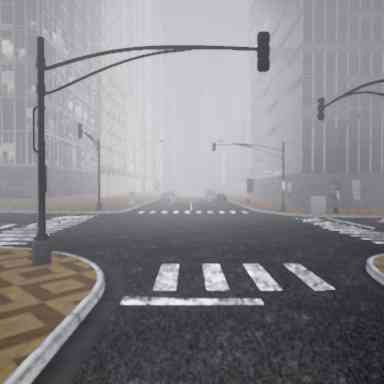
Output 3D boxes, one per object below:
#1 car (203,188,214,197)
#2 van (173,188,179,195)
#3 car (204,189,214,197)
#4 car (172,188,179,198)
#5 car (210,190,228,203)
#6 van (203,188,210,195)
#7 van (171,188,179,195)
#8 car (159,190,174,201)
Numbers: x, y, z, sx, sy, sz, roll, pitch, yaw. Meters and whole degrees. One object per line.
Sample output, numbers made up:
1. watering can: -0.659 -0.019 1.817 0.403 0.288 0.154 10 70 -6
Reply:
1. car: 3.695 0.152 67.751 2.192 1.841 5.009 0 1 0
2. van: -4.309 -0.223 89.815 1.690 1.788 3.998 0 1 0
3. car: 3.664 0.176 73.281 1.967 1.590 4.097 0 1 0
4. car: -4.185 0.404 67.712 1.947 1.339 4.313 0 1 0
5. car: 3.868 0.796 45.651 1.947 1.339 4.313 0 1 0
6. van: 3.602 -0.124 84.332 1.690 1.788 3.998 0 1 0
7. van: -4.278 -0.123 84.288 1.690 1.788 3.998 0 1 0
8. car: -4.092 0.716 51.132 1.802 1.307 4.206 0 1 0
